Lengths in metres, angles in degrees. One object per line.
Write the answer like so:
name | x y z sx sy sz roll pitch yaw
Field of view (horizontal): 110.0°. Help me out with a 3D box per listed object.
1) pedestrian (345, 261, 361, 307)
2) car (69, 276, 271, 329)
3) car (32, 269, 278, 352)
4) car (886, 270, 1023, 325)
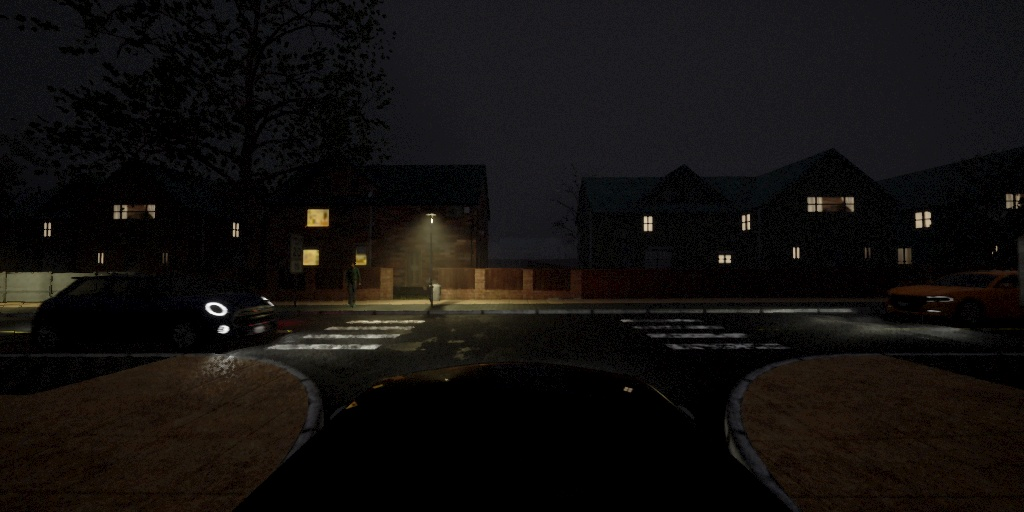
pedestrian | -6.466 1.113 14.473 0.375 1.860 0.375 0 -1 2
car | -10.903 1.447 11.687 4.892 1.490 1.837 -1 -1 2
car | -8.294 1.191 8.661 4.553 1.767 2.097 -1 -1 2
car | 14.494 1.186 10.926 5.008 1.535 1.882 0 -1 2
